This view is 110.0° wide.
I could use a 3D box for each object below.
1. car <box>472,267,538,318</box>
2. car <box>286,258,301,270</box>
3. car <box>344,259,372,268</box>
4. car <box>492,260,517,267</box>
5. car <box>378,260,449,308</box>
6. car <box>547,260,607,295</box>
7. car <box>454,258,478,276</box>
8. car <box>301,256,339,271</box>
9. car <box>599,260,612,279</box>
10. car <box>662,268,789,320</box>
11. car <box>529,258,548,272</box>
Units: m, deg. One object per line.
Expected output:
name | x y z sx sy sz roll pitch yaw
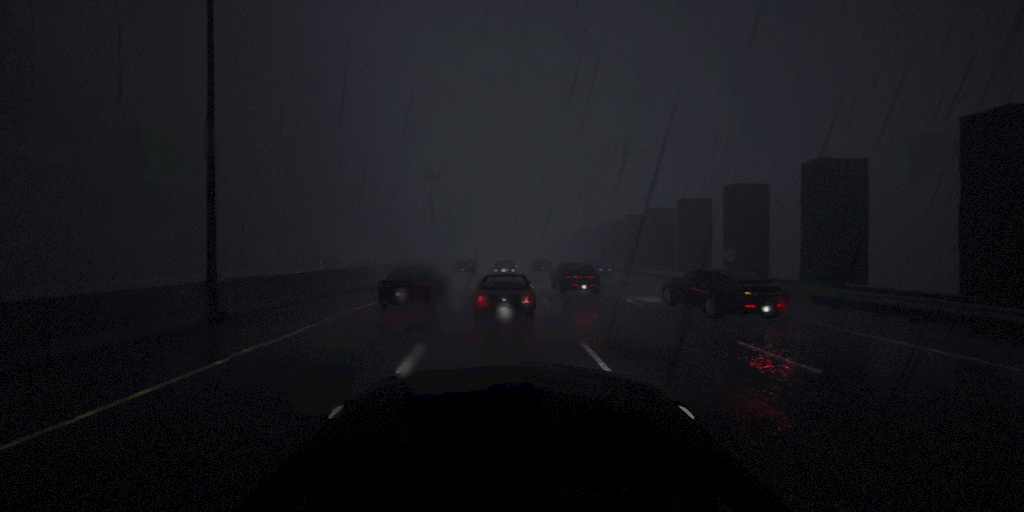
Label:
car | -0.232 1.251 12.414 1.895 1.301 4.718 0 1 -1
car | -25.831 0.972 44.029 1.994 1.385 4.181 0 1 -3
car | -18.820 0.995 43.966 1.895 1.301 4.718 0 1 -3
car | -0.596 1.049 28.319 2.033 1.411 5.357 0 1 -1
car | -3.771 1.116 14.478 1.882 1.535 5.008 0 1 -1
car | 3.155 1.092 18.356 1.837 1.490 4.892 0 1 -1
car | -4.209 0.956 33.123 2.128 1.511 4.902 0 1 -2
car | -22.248 0.769 42.228 2.097 1.767 4.553 0 1 -3
car | 6.405 1.032 28.486 2.033 1.411 5.357 0 1 -1
car | 6.775 1.143 12.021 1.837 1.490 4.892 0 1 -1
car | 2.742 0.910 34.859 1.882 1.535 5.008 0 1 -2
